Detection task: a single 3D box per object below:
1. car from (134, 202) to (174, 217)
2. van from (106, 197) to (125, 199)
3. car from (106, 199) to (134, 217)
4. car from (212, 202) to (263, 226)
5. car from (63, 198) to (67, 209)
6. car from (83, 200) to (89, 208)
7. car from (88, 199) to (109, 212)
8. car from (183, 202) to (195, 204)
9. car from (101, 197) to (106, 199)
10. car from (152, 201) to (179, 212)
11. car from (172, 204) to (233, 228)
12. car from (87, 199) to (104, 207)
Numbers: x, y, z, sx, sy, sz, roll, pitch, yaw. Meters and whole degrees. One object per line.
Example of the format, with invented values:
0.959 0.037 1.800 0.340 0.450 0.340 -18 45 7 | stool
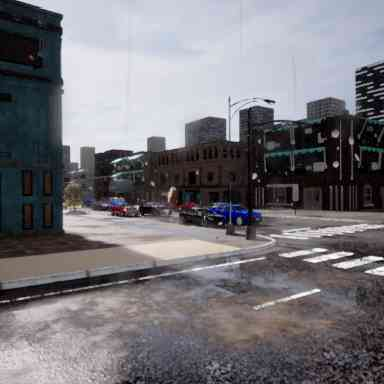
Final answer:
-3.926 1.845 35.744 2.128 1.511 4.902 -1 0 -35 | car
-13.263 1.902 58.844 1.690 1.788 3.998 -1 0 -35 | van
-7.262 1.843 35.941 1.967 1.590 4.097 -2 0 -35 | car
3.209 1.689 25.697 1.882 1.535 5.008 -1 0 -36 | car
-23.196 2.230 58.360 1.752 1.417 4.829 -1 0 -35 | car
-19.522 2.190 63.217 1.812 1.442 4.674 -1 0 -35 | car
-12.861 2.072 48.377 2.033 1.411 5.357 -1 0 -35 | car
-0.430 1.899 40.799 1.802 1.307 4.206 -2 0 -35 | car
-16.470 1.935 63.355 2.192 1.841 5.009 -1 0 -35 | car
-3.636 1.961 45.310 1.802 1.307 4.206 -2 0 -35 | car
0.682 1.811 24.561 1.947 1.339 4.313 -2 0 -35 | car
-19.672 2.223 67.867 1.887 1.381 4.507 -1 0 -35 | car
